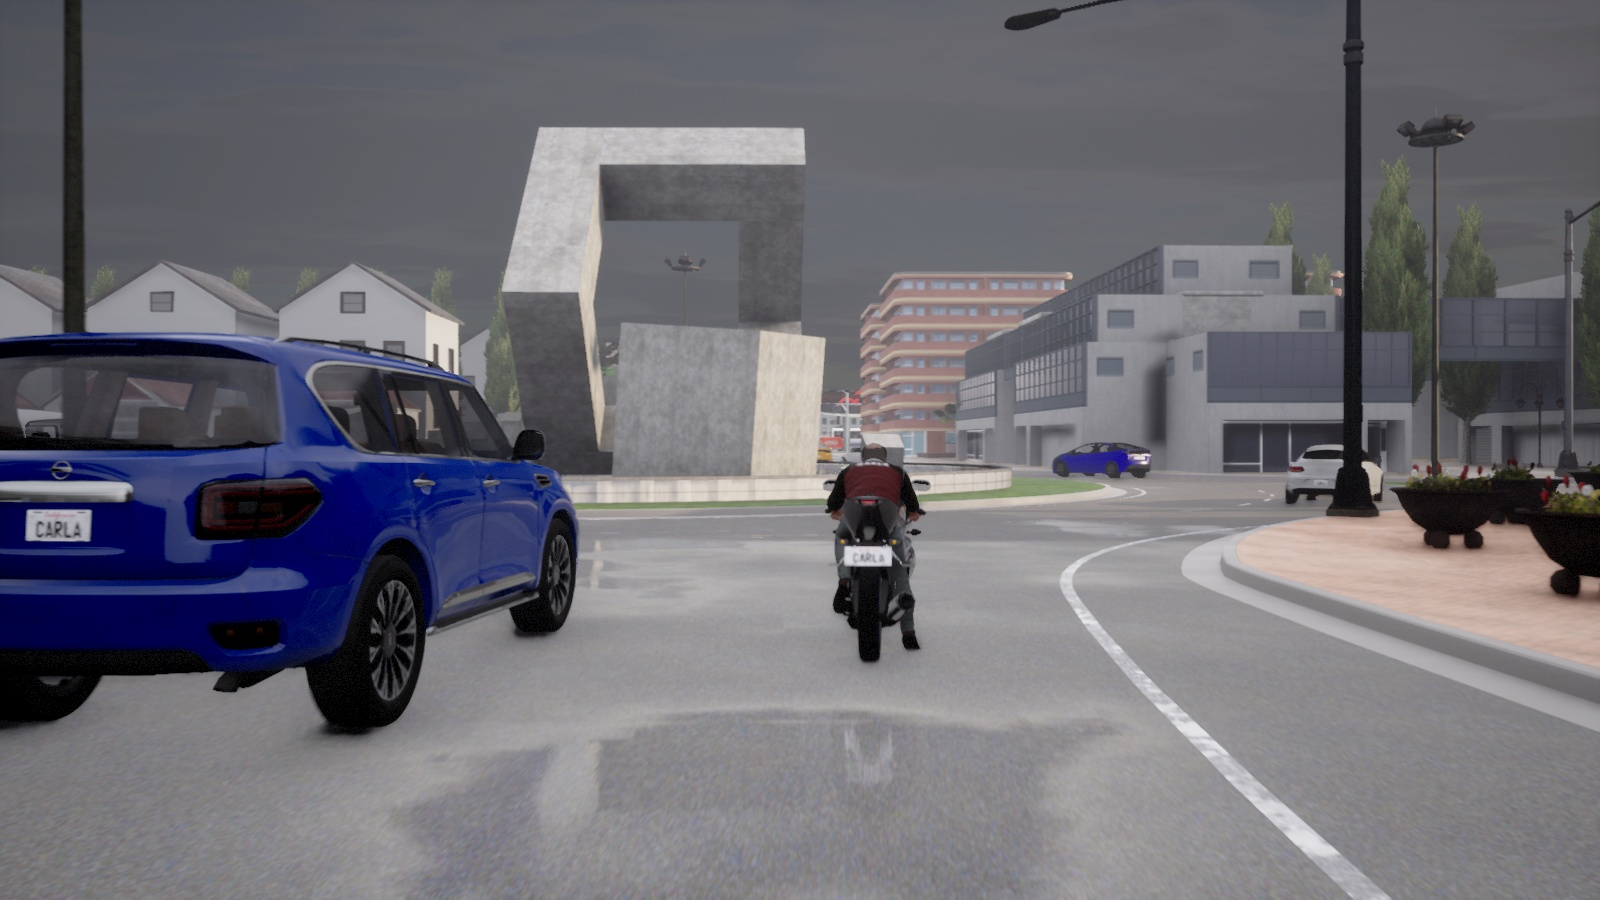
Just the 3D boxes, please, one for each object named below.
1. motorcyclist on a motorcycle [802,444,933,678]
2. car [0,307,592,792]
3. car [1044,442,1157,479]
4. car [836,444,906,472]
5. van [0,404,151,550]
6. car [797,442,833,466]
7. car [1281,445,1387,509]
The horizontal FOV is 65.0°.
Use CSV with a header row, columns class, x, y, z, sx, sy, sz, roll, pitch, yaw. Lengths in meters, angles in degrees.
class,x,y,z,sx,sy,sz,roll,pitch,yaw
motorcyclist on a motorcycle,0.551,0.729,9.411,0.866,1.530,2.191,0,1,5
car,-3.079,0.414,8.151,2.150,2.045,5.566,0,0,4
car,12.761,0.406,53.542,2.007,1.525,4.514,0,0,-34
car,3.721,0.402,66.436,1.812,1.442,4.674,0,0,-23
van,-12.510,0.343,19.116,4.480,2.038,2.069,1,1,16
car,0.954,0.261,82.414,1.882,1.535,5.008,0,0,-4
car,13.375,0.611,31.324,1.812,1.442,4.674,0,0,31
